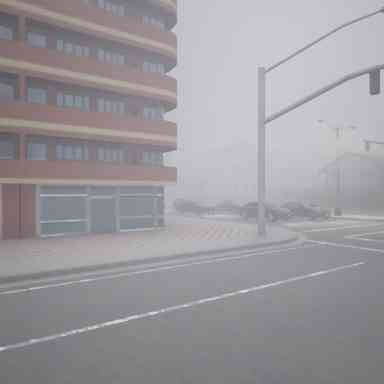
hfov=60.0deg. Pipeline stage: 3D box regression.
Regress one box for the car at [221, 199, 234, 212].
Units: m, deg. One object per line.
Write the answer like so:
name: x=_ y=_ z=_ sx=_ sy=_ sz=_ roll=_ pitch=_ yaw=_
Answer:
car: x=4.344 y=1.526 z=35.085 sx=1.812 sy=1.442 sz=4.674 roll=0 pitch=0 yaw=-34

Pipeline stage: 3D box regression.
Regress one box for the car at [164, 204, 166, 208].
car: x=-5.392 y=1.547 z=43.038 sx=2.033 sy=1.411 sz=5.357 roll=0 pitch=0 yaw=-34

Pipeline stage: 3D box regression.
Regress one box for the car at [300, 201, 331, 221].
car: x=9.279 y=1.526 z=27.914 sx=1.812 sy=1.442 sz=4.674 roll=0 pitch=0 yaw=-34

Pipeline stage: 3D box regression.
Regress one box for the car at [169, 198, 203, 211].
car: x=-0.839 y=1.505 z=42.595 sx=1.837 sy=1.490 sz=4.892 roll=0 pitch=0 yaw=-35

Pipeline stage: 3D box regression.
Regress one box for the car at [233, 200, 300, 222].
car: x=5.844 y=1.505 z=26.709 sx=1.837 sy=1.490 sz=4.892 roll=0 pitch=0 yaw=-34

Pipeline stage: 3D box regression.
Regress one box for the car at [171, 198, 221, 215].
car: x=0.321 y=1.545 z=34.738 sx=2.033 sy=1.411 sz=5.357 roll=0 pitch=0 yaw=-34
